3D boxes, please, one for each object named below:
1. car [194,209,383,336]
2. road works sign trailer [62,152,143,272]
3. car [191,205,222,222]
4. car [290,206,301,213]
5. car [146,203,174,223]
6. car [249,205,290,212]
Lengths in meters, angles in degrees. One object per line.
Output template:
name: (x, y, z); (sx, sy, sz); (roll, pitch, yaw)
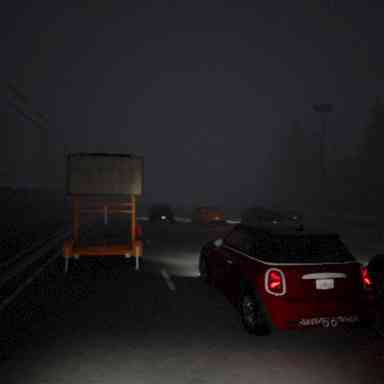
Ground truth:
car: (1.602, 1.438, 7.170); (2.097, 1.767, 4.553); (1, -1, -12)
road works sign trailer: (-2.873, 0.519, 11.085); (2.380, 3.560, 2.880); (1, 0, -12)
car: (1.256, 1.722, 26.039); (1.882, 1.535, 5.008); (1, -1, -12)
car: (7.799, 1.889, 28.892); (1.812, 1.442, 4.674); (1, -1, -12)
car: (-2.661, 1.706, 27.696); (1.837, 1.490, 4.892); (1, 0, -12)
car: (5.091, 1.794, 24.785); (1.837, 1.490, 4.892); (1, -1, -12)
